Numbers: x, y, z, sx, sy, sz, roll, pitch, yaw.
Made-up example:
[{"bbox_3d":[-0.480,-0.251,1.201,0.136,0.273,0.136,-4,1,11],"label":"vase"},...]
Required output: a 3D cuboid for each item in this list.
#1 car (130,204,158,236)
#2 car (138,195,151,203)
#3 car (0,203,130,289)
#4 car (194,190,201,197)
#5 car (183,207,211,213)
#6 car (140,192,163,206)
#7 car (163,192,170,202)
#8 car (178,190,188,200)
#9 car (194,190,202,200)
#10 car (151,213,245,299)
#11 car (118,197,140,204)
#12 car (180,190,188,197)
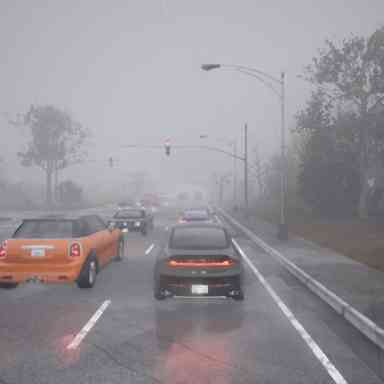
[{"bbox_3d":[-3.242,1.589,18.436,1.895,1.301,4.718,0,0,0],"label":"car"},{"bbox_3d":[-9.423,1.378,66.052,1.837,1.490,4.892,0,2,2],"label":"car"},{"bbox_3d":[-3.325,1.346,9.351,2.097,1.767,4.553,0,0,1],"label":"car"},{"bbox_3d":[1.485,0.263,85.586,1.837,1.490,4.892,0,3,1],"label":"car"},{"bbox_3d":[0.260,1.515,17.484,1.812,1.442,4.674,0,0,3],"label":"car"},{"bbox_3d":[-6.284,1.191,50.773,2.150,2.045,5.566,0,0,1],"label":"car"},{"bbox_3d":[-5.837,0.988,69.189,2.150,2.045,5.566,0,2,1],"label":"car"},{"bbox_3d":[-2.218,0.967,75.239,1.837,1.490,4.892,0,3,1],"label":"car"},{"bbox_3d":[1.281,1.006,75.173,2.033,1.411,5.357,0,3,1],"label":"car"},{"bbox_3d":[0.164,1.499,8.410,1.837,1.490,4.892,0,0,1],"label":"car"},{"bbox_3d":[-9.799,1.516,50.173,2.033,1.411,5.357,0,0,1],"label":"car"},{"bbox_3d":[-2.015,0.287,85.656,1.812,1.442,4.674,0,3,1],"label":"car"}]
